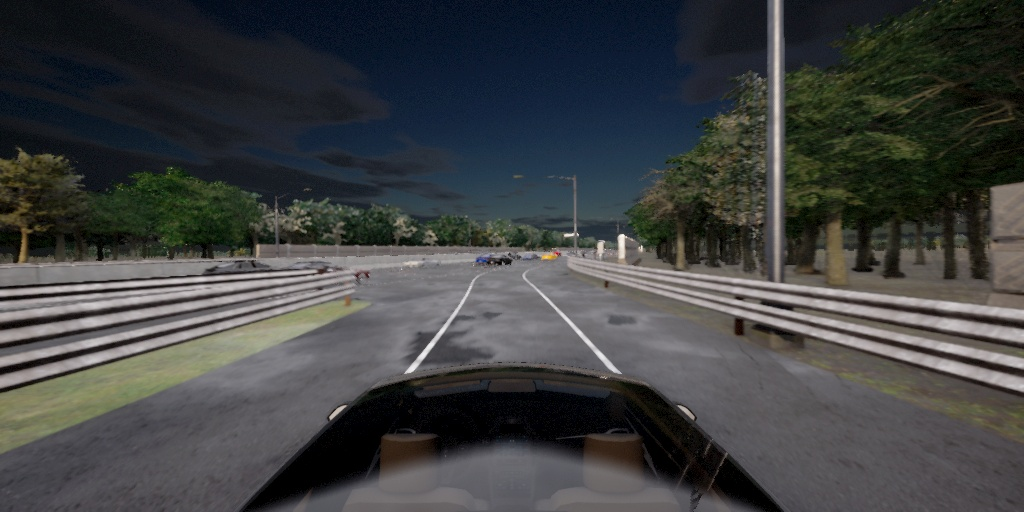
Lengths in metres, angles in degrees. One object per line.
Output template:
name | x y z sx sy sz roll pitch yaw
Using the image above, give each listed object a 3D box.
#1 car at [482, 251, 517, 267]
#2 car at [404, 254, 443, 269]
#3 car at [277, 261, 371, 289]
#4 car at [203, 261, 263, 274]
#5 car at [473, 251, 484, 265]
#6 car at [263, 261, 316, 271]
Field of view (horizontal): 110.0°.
car | -1.427 0.521 44.015 1.882 1.535 5.008 0 1 21
car | -10.118 0.805 40.983 1.895 1.301 4.718 0 1 21
car | -10.494 1.122 20.753 1.895 1.301 4.718 0 1 21
car | -17.020 1.073 23.285 1.837 1.490 4.892 0 1 21
car | -3.236 0.468 49.010 1.882 1.535 5.008 0 1 21
car | -13.037 1.054 23.865 2.033 1.411 5.357 0 1 21
